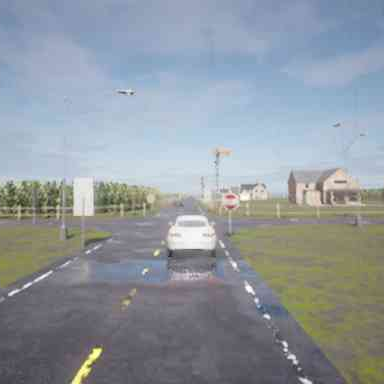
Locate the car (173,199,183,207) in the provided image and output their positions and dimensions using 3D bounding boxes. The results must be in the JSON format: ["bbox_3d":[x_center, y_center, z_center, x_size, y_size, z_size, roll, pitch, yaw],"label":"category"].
[{"bbox_3d":[-2.773,2.226,67.135,1.882,1.535,5.008,0,0,0],"label":"car"}]

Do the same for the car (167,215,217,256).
[{"bbox_3d":[-0.007,1.671,13.750,1.812,1.442,4.674,0,-1,0],"label":"car"}]
